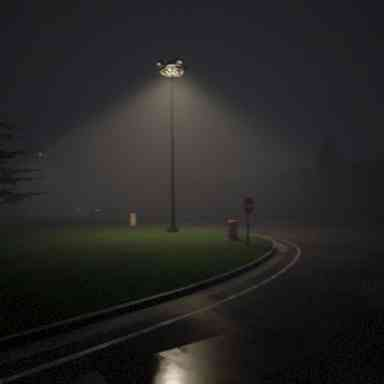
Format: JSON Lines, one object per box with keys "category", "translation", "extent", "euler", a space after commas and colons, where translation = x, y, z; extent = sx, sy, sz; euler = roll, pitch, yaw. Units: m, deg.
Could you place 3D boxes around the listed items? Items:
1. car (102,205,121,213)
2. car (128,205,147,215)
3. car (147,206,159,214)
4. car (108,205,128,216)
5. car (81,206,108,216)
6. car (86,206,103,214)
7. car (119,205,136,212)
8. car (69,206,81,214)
{"category": "car", "translation": [-16.412, 3.422, 67.707], "extent": [2.033, 1.411, 5.357], "euler": [1, -2, -34]}
{"category": "car", "translation": [-10.497, 3.304, 59.164], "extent": [2.033, 1.411, 5.357], "euler": [1, -2, -34]}
{"category": "car", "translation": [-7.810, 3.321, 61.444], "extent": [1.812, 1.442, 4.674], "euler": [1, -2, -33]}
{"category": "car", "translation": [-13.389, 3.220, 57.195], "extent": [2.128, 1.511, 4.902], "euler": [1, -2, -34]}
{"category": "car", "translation": [-16.345, 3.195, 55.319], "extent": [2.128, 1.511, 4.902], "euler": [1, -2, -34]}
{"category": "car", "translation": [-19.297, 3.526, 65.725], "extent": [1.837, 1.490, 4.892], "euler": [1, -2, -34]}
{"category": "car", "translation": [-13.525, 3.411, 69.687], "extent": [1.837, 1.490, 4.892], "euler": [1, -2, -34]}
{"category": "car", "translation": [-22.184, 3.498, 63.746], "extent": [1.837, 1.490, 4.892], "euler": [1, -2, -34]}
